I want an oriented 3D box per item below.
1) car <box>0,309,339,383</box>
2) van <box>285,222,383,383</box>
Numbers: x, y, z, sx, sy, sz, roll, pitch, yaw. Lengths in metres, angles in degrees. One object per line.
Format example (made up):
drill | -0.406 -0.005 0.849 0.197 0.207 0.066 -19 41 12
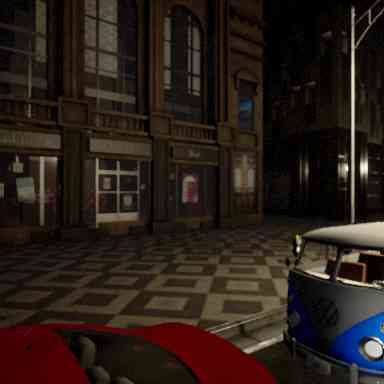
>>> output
car | -1.475 1.542 1.490 4.507 1.381 1.887 0 0 -36
van | 3.049 1.344 4.822 3.998 1.788 1.690 0 0 -36
